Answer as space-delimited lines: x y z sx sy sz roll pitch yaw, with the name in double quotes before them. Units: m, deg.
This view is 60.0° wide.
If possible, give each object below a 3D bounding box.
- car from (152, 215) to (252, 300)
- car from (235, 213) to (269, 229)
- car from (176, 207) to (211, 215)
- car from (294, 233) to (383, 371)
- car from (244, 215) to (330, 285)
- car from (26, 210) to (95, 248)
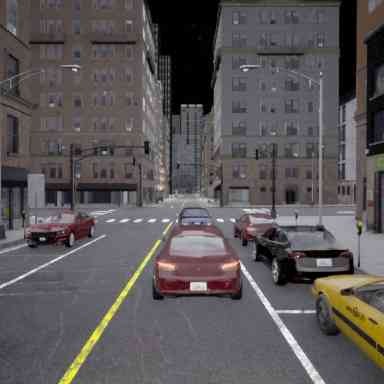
"car" 0.100 1.523 8.254 1.812 1.442 4.674 0 0 0
"car" 2.870 1.577 14.871 1.802 1.307 4.206 -1 0 0
"car" 0.136 1.542 18.275 2.033 1.411 5.357 0 0 -3
"car" 2.866 1.524 3.869 1.752 1.417 4.829 -1 0 0
"car" 2.868 1.563 9.286 1.947 1.339 4.313 -1 0 0
"car" -5.676 1.540 14.871 1.887 1.381 4.507 -1 0 0
